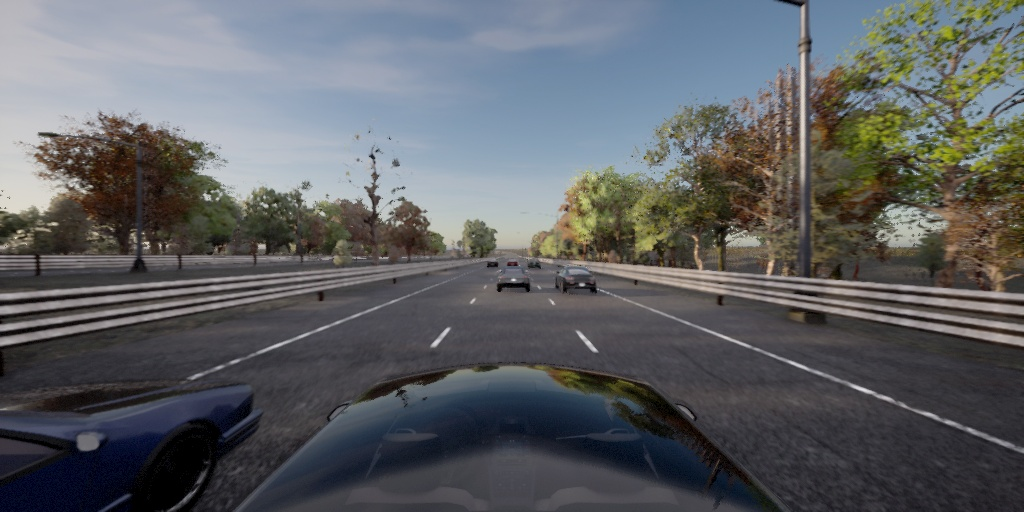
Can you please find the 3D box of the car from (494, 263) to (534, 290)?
[{"bbox_3d":[0.095,1.339,22.448,1.994,1.385,4.181,0,0,0],"label":"car"}]

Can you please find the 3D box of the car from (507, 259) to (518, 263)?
[{"bbox_3d":[0.090,1.298,65.217,1.882,1.535,5.008,0,0,0],"label":"car"}]

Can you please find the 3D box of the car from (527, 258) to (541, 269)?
[{"bbox_3d":[3.590,1.167,59.783,2.097,1.767,4.553,0,0,0],"label":"car"}]

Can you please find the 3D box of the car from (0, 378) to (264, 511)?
[{"bbox_3d":[-3.400,1.297,1.084,2.033,1.411,5.357,0,0,0],"label":"car"}]

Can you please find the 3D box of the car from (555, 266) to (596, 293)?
[{"bbox_3d":[3.599,1.299,20.723,1.812,1.442,4.674,0,0,0],"label":"car"}]

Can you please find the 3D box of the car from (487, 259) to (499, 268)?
[{"bbox_3d":[-3.411,1.298,65.123,1.882,1.535,5.008,0,0,0],"label":"car"}]
